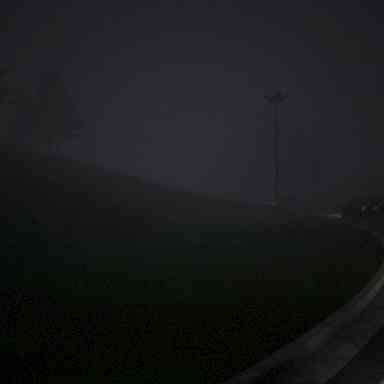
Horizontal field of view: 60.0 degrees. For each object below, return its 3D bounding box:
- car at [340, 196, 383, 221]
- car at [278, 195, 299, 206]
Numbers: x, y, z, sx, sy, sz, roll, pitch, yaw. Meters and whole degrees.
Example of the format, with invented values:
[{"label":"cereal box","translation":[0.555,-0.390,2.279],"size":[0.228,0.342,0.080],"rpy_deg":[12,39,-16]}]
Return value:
[{"label":"car","translation":[12.792,1.128,24.842],"size":[2.097,1.767,4.553],"rpy_deg":[0,0,6]},{"label":"car","translation":[13.451,1.150,46.820],"size":[2.128,1.511,4.902],"rpy_deg":[0,0,-5]}]
